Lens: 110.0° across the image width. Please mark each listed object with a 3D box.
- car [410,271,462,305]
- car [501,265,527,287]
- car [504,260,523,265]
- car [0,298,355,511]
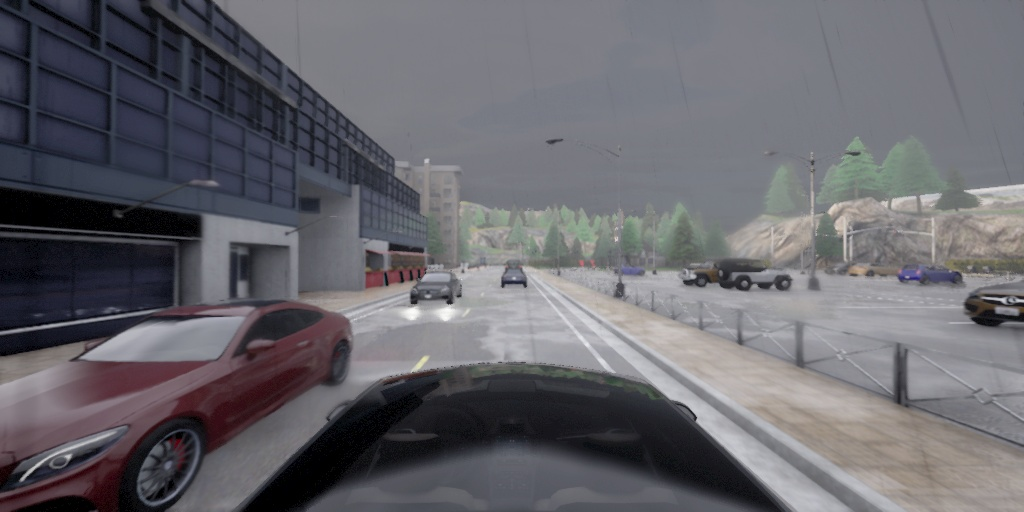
[{"bbox_3d":[-3.549,1.460,17.502,1.812,1.442,4.674,0,0,0],"label":"car"},{"bbox_3d":[0.159,1.623,28.161,1.994,1.385,4.181,0,-1,0],"label":"car"},{"bbox_3d":[0.188,1.455,43.150,2.150,2.045,5.566,0,-1,0],"label":"car"},{"bbox_3d":[-3.594,1.307,4.402,1.812,1.442,4.674,0,-1,0],"label":"car"}]
